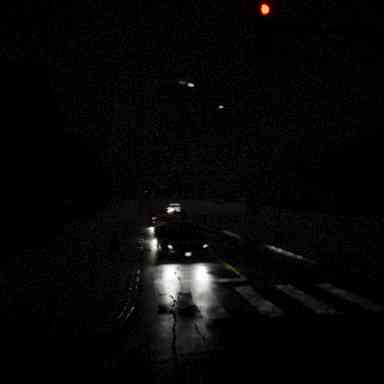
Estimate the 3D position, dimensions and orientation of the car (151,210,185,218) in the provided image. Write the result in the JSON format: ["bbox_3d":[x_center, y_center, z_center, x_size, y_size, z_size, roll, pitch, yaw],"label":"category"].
[{"bbox_3d":[-1.893,2.419,25.306,1.882,1.535,5.008,1,-2,-8],"label":"car"}]

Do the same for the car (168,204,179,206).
[{"bbox_3d":[-3.126,2.946,55.763,2.150,2.045,5.566,1,-1,-8],"label":"car"}]

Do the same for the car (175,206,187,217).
[{"bbox_3d":[-1.737,3.043,45.823,2.128,1.511,4.902,1,-1,-7],"label":"car"}]

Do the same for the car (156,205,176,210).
[{"bbox_3d":[-3.229,2.621,35.270,2.097,1.767,4.553,1,-2,-8],"label":"car"}]

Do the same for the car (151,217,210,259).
[{"bbox_3d":[-0.611,2.126,15.533,2.033,1.411,5.357,1,-2,-10],"label":"car"}]
